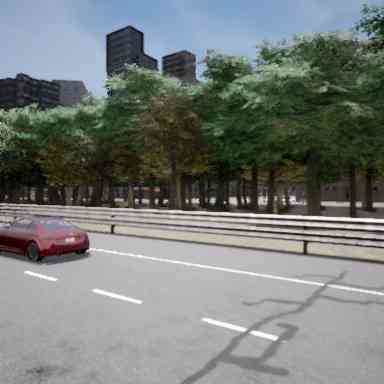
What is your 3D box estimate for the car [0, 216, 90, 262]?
[{"bbox_3d":[-5.687,1.571,12.227,4.181,1.385,1.994,0,0,36],"label":"car"}]
